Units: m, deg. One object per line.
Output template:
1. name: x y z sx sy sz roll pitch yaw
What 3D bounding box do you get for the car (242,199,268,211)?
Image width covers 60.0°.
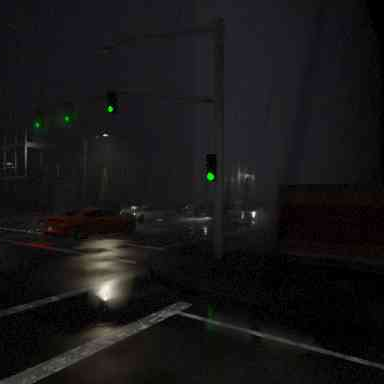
1. car: 8.048 1.581 41.971 1.812 1.442 4.674 0 0 36

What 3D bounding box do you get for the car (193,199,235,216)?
1. car: 2.076 1.533 33.653 1.882 1.535 5.008 0 0 35

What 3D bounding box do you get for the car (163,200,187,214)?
1. car: -2.387 1.560 33.433 1.837 1.490 4.892 0 0 36

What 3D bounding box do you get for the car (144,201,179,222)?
1. car: -3.441 1.656 25.951 1.895 1.301 4.718 0 0 36

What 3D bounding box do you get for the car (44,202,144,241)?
1. car: -5.080 1.535 17.300 1.882 1.535 5.008 0 0 36

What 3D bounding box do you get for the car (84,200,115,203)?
1. car: -7.706 1.407 26.001 2.097 1.767 4.553 0 0 36
